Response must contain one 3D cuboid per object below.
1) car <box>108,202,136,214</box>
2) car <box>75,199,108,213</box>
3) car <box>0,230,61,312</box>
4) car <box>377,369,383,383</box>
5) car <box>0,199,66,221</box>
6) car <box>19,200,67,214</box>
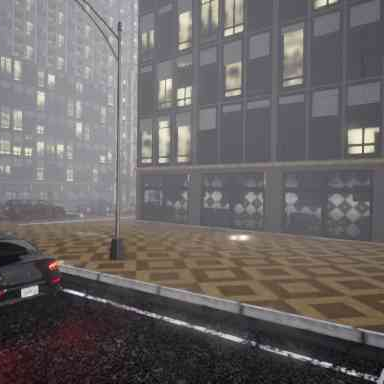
[{"bbox_3d":[-6.930,1.830,38.425,1.752,1.417,4.829,1,0,36],"label":"car"},{"bbox_3d":[-12.112,1.709,41.138,1.837,1.490,4.892,1,0,36],"label":"car"},{"bbox_3d":[-4.630,1.522,6.976,4.674,1.442,1.812,0,0,35],"label":"car"},{"bbox_3d":[3.259,1.353,1.362,4.553,1.767,2.097,0,0,35],"label":"car"},{"bbox_3d":[-13.722,1.520,29.209,2.192,1.841,5.009,1,0,36],"label":"car"},{"bbox_3d":[-17.226,1.643,38.582,1.752,1.417,4.829,1,0,36],"label":"car"}]
